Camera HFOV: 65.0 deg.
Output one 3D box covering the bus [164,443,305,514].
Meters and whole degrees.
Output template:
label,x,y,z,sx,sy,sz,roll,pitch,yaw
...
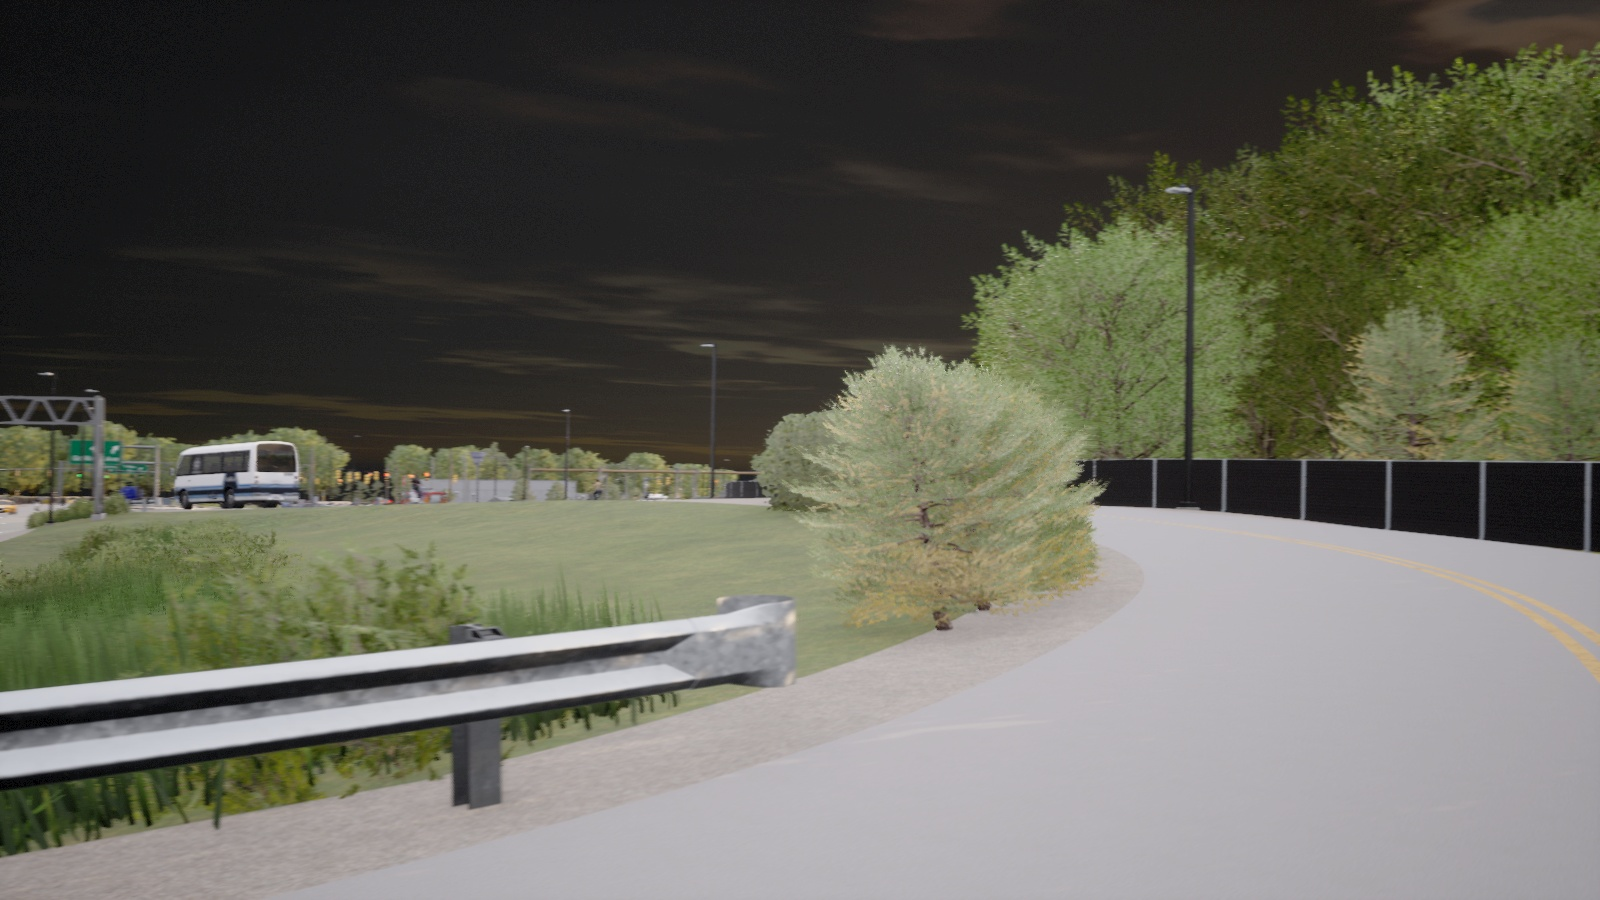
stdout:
label,x,y,z,sx,sy,sz,roll,pitch,yaw
bus,-37.291,1.968,82.664,10.273,4.253,3.944,-3,-3,37
